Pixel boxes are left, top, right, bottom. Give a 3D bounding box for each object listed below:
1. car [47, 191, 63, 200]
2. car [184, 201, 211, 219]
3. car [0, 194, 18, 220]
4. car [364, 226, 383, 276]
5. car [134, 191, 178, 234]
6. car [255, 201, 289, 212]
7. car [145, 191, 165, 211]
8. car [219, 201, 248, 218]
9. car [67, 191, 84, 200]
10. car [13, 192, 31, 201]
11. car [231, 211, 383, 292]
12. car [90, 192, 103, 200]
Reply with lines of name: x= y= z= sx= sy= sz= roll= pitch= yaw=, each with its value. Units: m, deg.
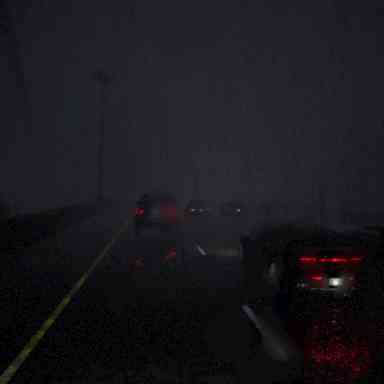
car: x=-24.432 y=0.611 z=59.462 sx=1.837 sy=1.490 sz=4.892 roll=2 pitch=1 yaw=-6
car: x=0.414 y=1.435 z=28.222 sx=2.033 sy=1.411 sz=5.357 roll=1 pitch=0 yaw=-7
car: x=-12.962 y=1.065 z=20.335 sx=2.128 sy=1.511 sz=4.902 roll=1 pitch=0 yaw=-7
car: x=5.989 y=1.711 z=10.400 sx=1.895 sy=1.301 sz=4.718 roll=1 pitch=0 yaw=-7
car: x=-1.987 y=1.090 z=18.471 sx=2.150 sy=2.045 sz=5.566 roll=1 pitch=0 yaw=-6
car: x=7.208 y=1.561 z=30.395 sx=1.837 sy=1.490 sz=4.892 roll=1 pitch=0 yaw=-7
car: x=-4.291 y=0.942 z=38.528 sx=2.150 sy=2.045 sz=5.566 roll=1 pitch=0 yaw=-7
car: x=3.709 y=1.529 z=30.181 sx=1.994 sy=1.385 sz=4.181 roll=1 pitch=0 yaw=-7
car: x=-20.974 y=0.547 z=60.019 sx=2.097 sy=1.767 sz=4.553 roll=1 pitch=0 yaw=-6
car: x=-27.209 y=0.626 z=52.700 sx=1.994 sy=1.385 sz=4.181 roll=1 pitch=0 yaw=-6
car: x=2.622 y=1.533 z=9.085 sx=1.837 sy=1.490 sz=4.892 roll=1 pitch=0 yaw=-7
car: x=-17.642 y=0.750 z=61.610 sx=1.882 sy=1.535 sz=5.008 roll=1 pitch=0 yaw=-6
